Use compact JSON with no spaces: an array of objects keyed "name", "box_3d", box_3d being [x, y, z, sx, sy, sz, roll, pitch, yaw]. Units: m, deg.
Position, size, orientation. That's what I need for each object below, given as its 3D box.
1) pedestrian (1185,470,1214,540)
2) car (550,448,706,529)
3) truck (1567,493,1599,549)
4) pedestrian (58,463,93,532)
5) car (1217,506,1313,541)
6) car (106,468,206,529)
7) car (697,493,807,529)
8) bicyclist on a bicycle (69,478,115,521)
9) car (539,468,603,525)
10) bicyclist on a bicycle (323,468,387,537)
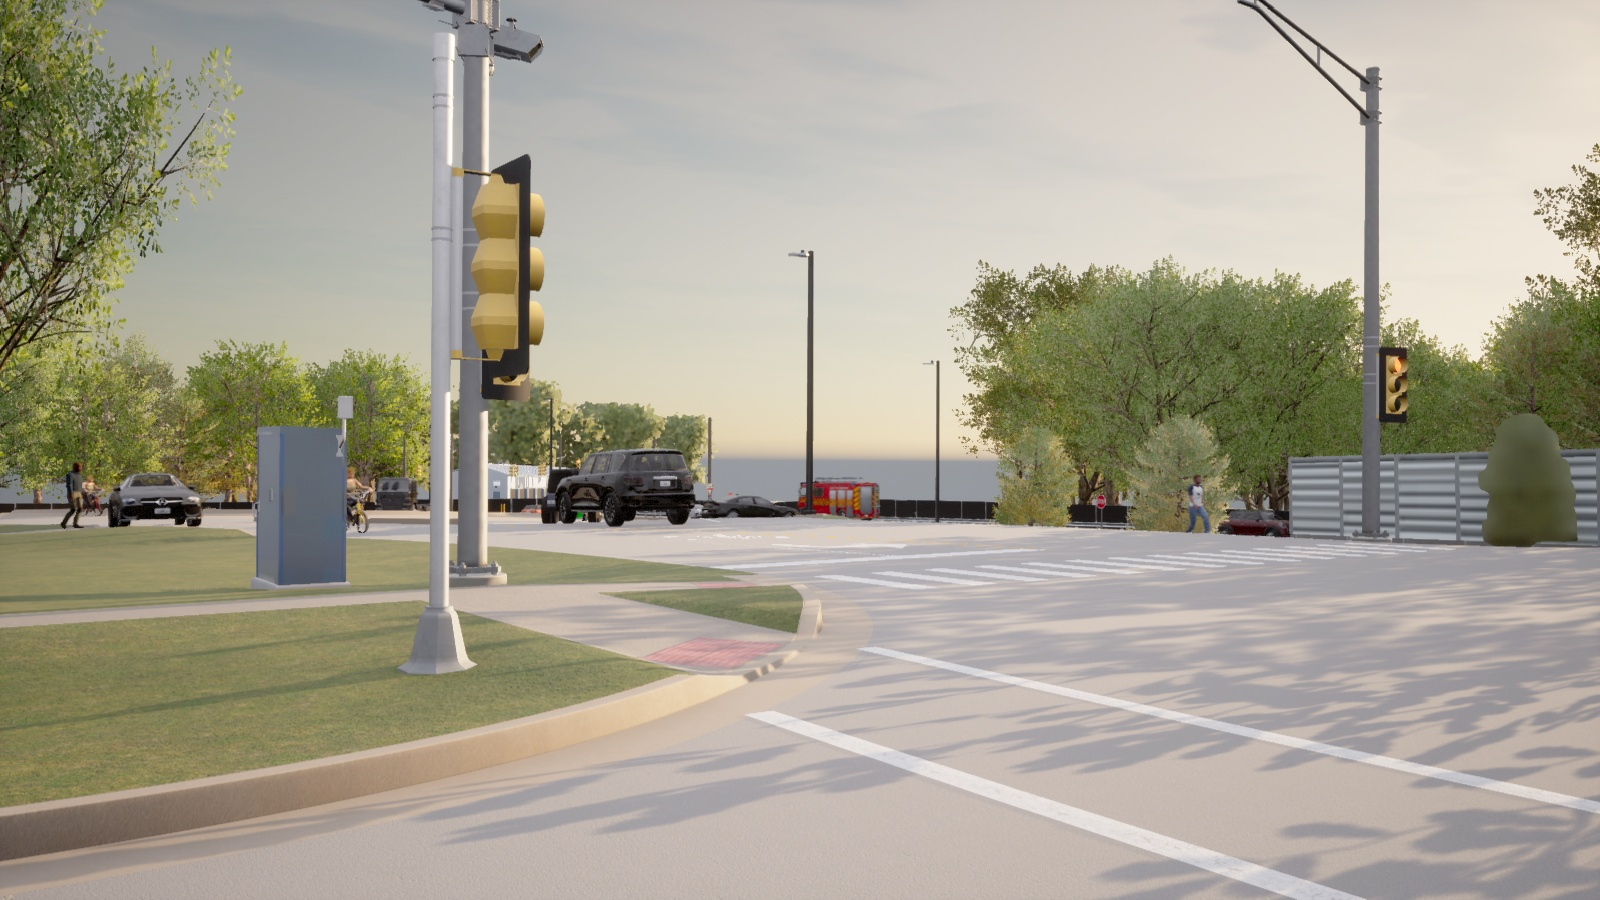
[{"name":"pedestrian","box_3d":[10.569,1.443,33.250,0.354,1.836,0.706,0,0,-23]},{"name":"car","box_3d":[-4.848,1.034,34.593,2.150,2.045,5.566,-1,-1,-32]},{"name":"truck","box_3d":[37.349,3.140,55.509,2.627,2.467,5.204,0,-2,-28]},{"name":"pedestrian","box_3d":[-19.548,1.277,33.879,0.726,1.835,0.370,0,0,8]},{"name":"car","box_3d":[25.501,4.007,69.017,2.097,1.767,4.553,0,-2,-33]},{"name":"car","box_3d":[-19.383,1.433,37.656,2.152,1.651,5.027,-1,-1,-33]},{"name":"car","box_3d":[-2.335,2.964,61.244,5.008,1.535,1.882,4,-4,-29]},{"name":"bicyclist on a bicycle","box_3d":[-27.172,1.888,48.198,1.509,1.612,0.866,-2,-3,31]},{"name":"car","box_3d":[-8.061,1.684,44.488,1.905,1.878,3.866,-1,-3,-6]},{"name":"bicyclist on a bicycle","box_3d":[-10.715,1.262,30.222,1.509,1.612,0.866,-3,-2,45]}]
